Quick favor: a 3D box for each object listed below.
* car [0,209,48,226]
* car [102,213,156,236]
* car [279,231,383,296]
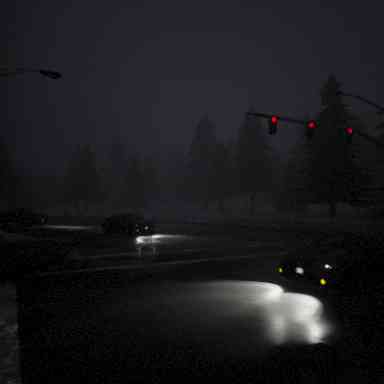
[{"bbox_3d":[-15.618,2.307,30.916,4.902,1.511,2.128,0,-2,24],"label":"car"},{"bbox_3d":[-4.366,2.177,22.864,4.181,1.385,1.994,-1,-2,43],"label":"car"},{"bbox_3d":[4.508,1.837,9.364,4.181,1.385,1.994,1,-2,-27],"label":"car"}]
